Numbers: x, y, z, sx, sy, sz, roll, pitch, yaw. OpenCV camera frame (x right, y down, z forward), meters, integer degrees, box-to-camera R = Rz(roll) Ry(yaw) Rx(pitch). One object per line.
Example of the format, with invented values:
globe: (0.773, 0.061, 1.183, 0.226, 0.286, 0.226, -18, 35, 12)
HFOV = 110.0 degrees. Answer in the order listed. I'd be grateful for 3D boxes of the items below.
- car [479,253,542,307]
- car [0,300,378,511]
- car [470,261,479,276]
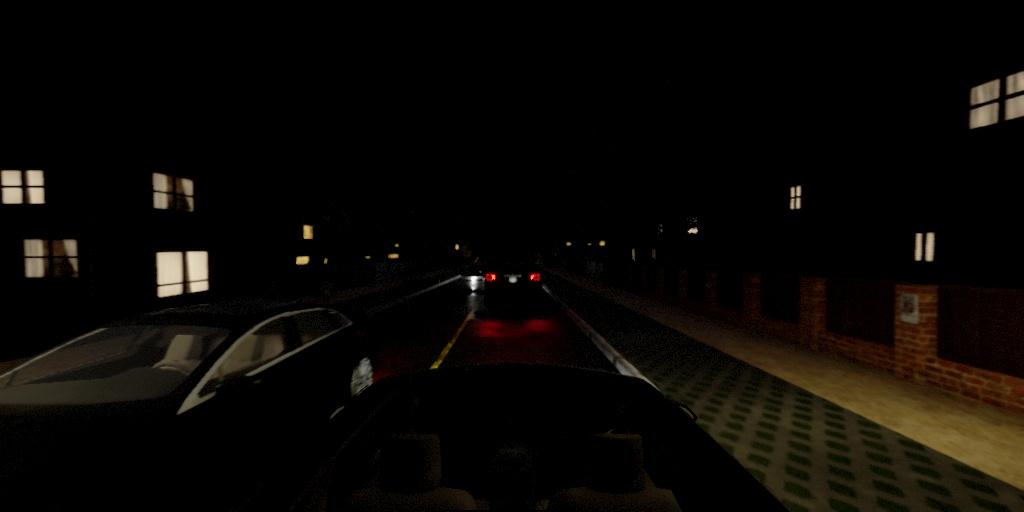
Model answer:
car: (0.057, 0.916, 15.180, 2.150, 2.045, 5.566, 0, 0, 0)
car: (-2.840, 1.235, 3.262, 2.128, 1.511, 4.902, 0, 0, 0)
car: (-2.814, 1.157, 34.557, 1.812, 1.442, 4.674, 0, 0, 0)
